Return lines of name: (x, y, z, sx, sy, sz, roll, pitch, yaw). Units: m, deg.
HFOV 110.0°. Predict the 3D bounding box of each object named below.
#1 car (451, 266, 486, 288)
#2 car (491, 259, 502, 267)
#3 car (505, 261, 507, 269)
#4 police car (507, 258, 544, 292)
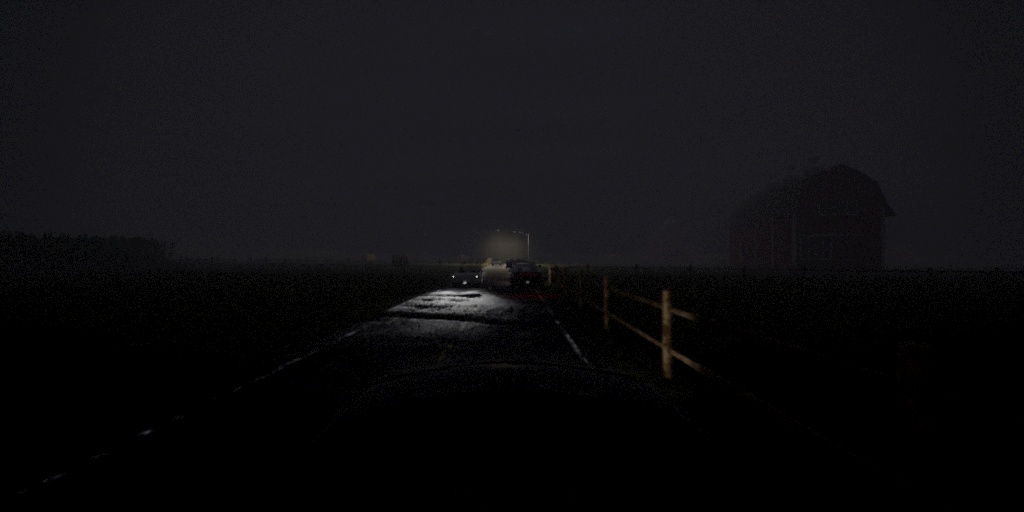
car: (-2.851, 1.328, 23.981, 1.895, 1.301, 4.718, 0, 0, 0)
car: (-2.775, 1.201, 65.420, 1.812, 1.442, 4.674, 0, 0, 0)
car: (-0.007, 1.169, 55.460, 1.882, 1.535, 5.008, 0, 0, 0)
police car: (0.821, 1.155, 21.352, 1.930, 1.638, 5.238, 0, 0, 0)
